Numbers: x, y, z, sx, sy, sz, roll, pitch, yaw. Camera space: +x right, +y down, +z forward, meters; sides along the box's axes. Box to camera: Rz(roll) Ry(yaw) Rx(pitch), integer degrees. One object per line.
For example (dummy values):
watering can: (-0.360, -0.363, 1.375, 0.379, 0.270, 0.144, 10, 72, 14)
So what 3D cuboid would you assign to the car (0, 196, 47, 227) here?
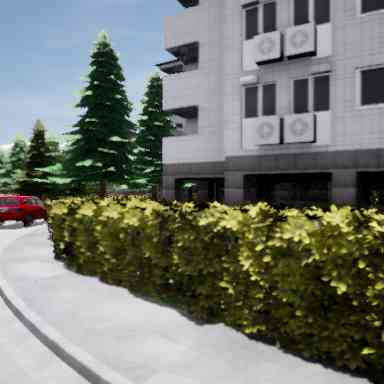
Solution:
car: (-12.056, 1.310, 23.965, 2.150, 2.045, 5.566, 0, 0, -1)
